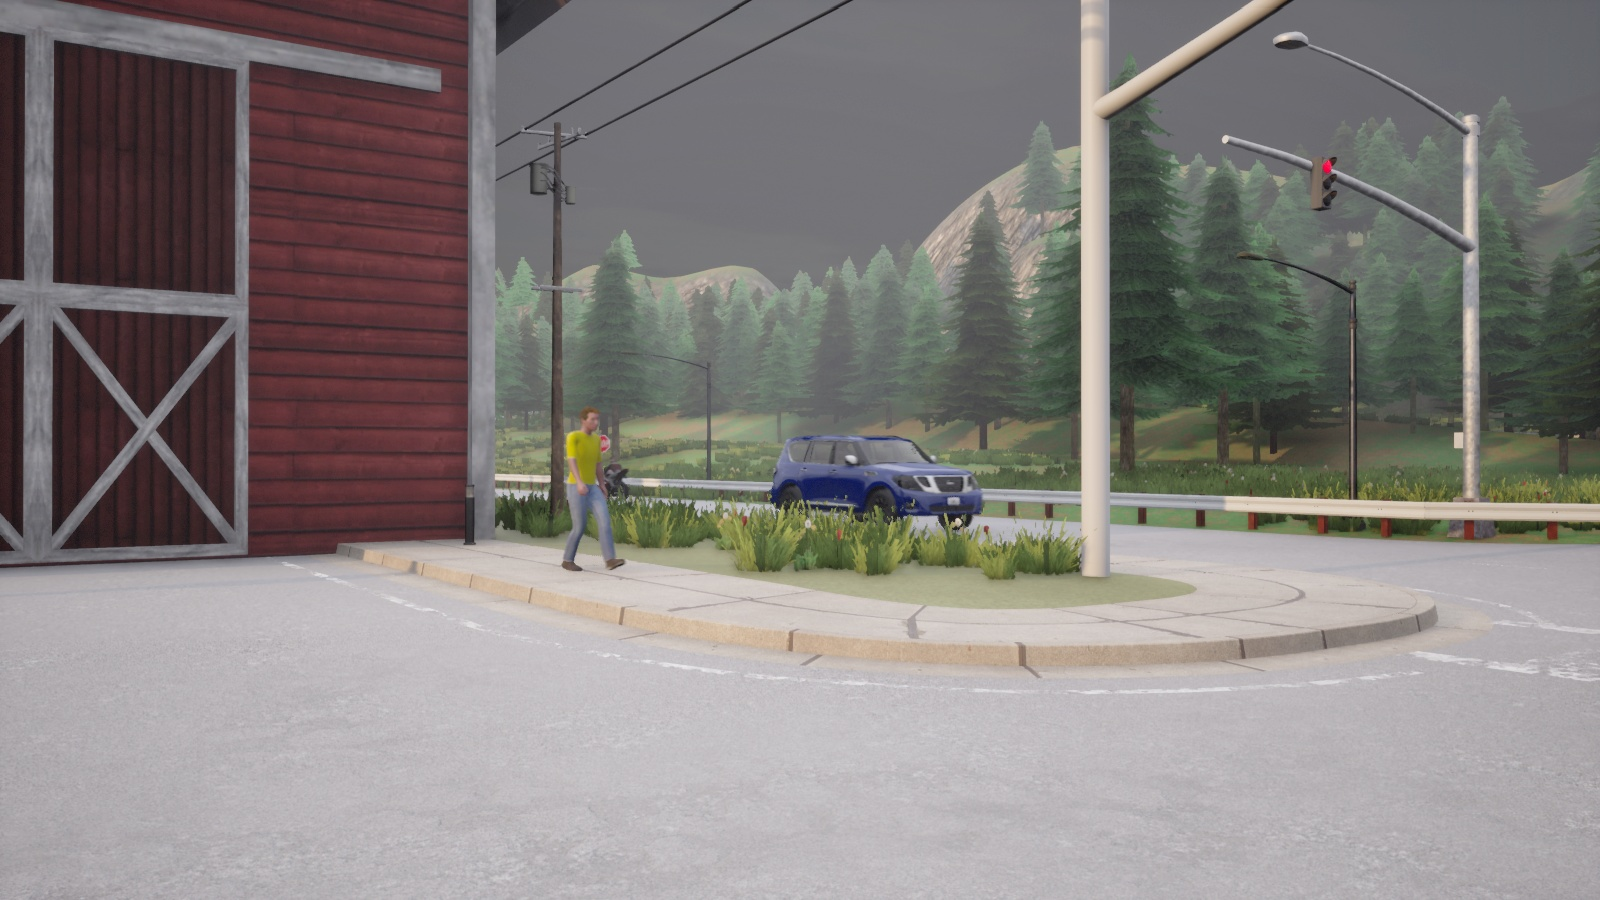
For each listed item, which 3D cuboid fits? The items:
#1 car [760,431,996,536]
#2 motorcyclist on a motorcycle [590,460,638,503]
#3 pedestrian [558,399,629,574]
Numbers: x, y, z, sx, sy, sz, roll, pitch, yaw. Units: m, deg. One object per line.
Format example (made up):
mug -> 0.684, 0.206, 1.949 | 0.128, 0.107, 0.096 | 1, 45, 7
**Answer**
car -> 1.526, 0.669, 27.206 | 2.150, 2.045, 5.566 | 0, 0, -34
motorcyclist on a motorcycle -> -6.824, 1.142, 45.966 | 0.866, 1.530, 2.191 | 0, 0, -34
pedestrian -> -2.229, 0.388, 13.513 | 0.706, 1.836, 0.354 | -1, 0, 36
